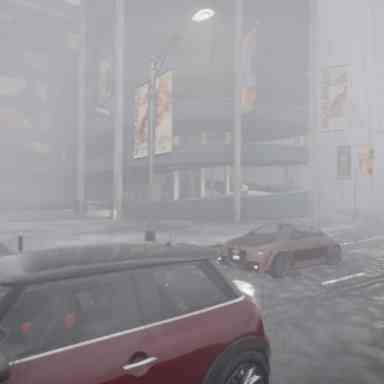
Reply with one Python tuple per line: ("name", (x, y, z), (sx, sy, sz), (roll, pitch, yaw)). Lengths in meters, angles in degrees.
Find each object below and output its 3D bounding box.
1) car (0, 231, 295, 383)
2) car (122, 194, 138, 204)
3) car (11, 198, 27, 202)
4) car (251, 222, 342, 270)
("car", (-1.412, 1.358, 3.014), (4.553, 1.767, 2.097), (1, 0, -36))
("car", (-12.273, 1.338, 63.036), (2.435, 2.045, 5.566), (1, 0, -36))
("car", (-26.787, 1.558, 51.530), (1.895, 1.301, 4.718), (1, 0, -36))
("car", (2.836, 1.660, 10.413), (4.181, 1.385, 1.994), (1, -1, -36))
